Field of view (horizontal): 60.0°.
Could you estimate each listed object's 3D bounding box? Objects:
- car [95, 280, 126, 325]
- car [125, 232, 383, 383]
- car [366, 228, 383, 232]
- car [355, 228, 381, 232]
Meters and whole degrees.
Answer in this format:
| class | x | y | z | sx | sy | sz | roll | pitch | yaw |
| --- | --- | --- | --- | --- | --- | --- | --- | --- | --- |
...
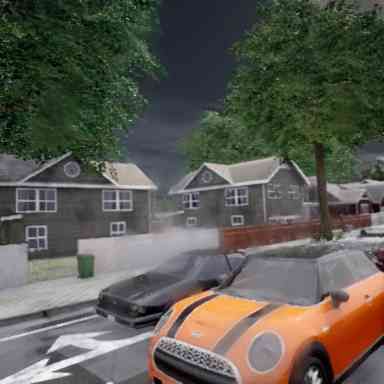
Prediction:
| class | x | y | z | sx | sy | sz | roll | pitch | yaw |
| --- | --- | --- | --- | --- | --- | --- | --- | --- | --- |
| car | 0.351 | 2.218 | 8.515 | 5.357 | 1.411 | 2.033 | 2 | -6 | -42 |
| car | 1.525 | 1.714 | 5.207 | 4.553 | 1.767 | 2.097 | 2 | -6 | -44 |
| car | 7.988 | 2.055 | 11.494 | 5.008 | 1.535 | 1.882 | 2 | -6 | -44 |
| car | 9.372 | 2.554 | 17.354 | 4.718 | 1.301 | 1.895 | 2 | -6 | -45 |
